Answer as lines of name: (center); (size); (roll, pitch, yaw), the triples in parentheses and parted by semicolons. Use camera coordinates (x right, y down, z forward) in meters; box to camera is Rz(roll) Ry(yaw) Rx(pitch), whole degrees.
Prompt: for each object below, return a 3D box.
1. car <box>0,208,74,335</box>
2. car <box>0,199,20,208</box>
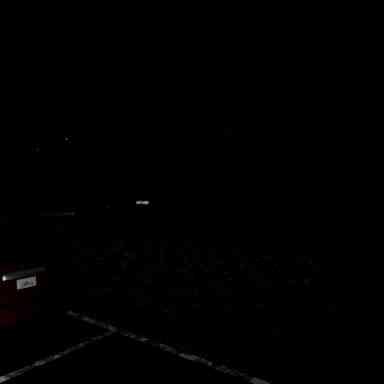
car: (-4.171, 1.316, 5.927); (5.009, 1.841, 2.192); (0, -1, 36)
car: (-18.067, 1.506, 30.058); (2.097, 1.767, 4.553); (-1, -1, 37)
